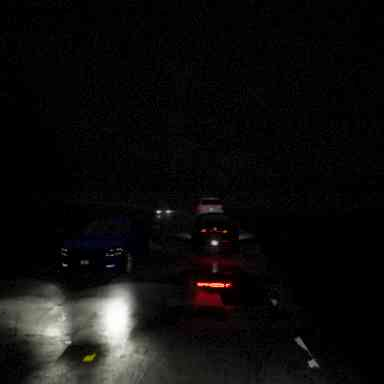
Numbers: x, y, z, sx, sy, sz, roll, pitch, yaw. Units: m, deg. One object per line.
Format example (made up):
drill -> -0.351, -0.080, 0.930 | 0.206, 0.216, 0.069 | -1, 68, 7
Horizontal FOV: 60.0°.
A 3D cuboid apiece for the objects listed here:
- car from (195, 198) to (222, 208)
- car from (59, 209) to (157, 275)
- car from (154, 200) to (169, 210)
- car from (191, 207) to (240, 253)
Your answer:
car -> 1.512, 1.535, 30.412 | 2.150, 2.045, 5.566 | 0, -1, -2
car -> -2.561, 1.552, 11.002 | 1.882, 1.535, 5.008 | 0, -1, 4
car -> -4.919, 2.044, 53.239 | 1.812, 1.442, 4.674 | 0, -1, -15
car -> 1.006, 1.621, 14.405 | 1.837, 1.490, 4.892 | 0, -1, 5
